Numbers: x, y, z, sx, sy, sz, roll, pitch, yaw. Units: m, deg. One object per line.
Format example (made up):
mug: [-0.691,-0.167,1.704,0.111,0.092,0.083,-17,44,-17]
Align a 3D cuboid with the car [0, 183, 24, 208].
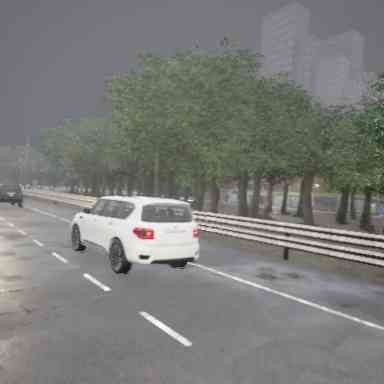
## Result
car: [-16.879,0.262,30.242,2.150,2.045,5.566,4,0,-37]

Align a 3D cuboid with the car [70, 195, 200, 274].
car: [-2.034,1.132,10.577,2.150,2.045,5.566,4,0,-37]
